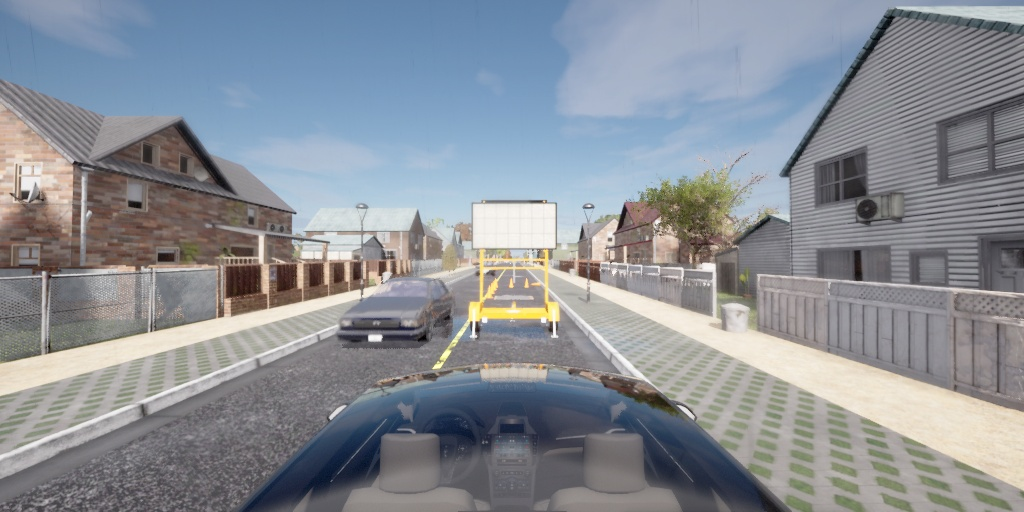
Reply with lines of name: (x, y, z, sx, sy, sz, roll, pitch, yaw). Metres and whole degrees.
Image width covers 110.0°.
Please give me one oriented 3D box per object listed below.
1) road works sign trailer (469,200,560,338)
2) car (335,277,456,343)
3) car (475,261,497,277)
road works sign trailer: (0.065, 0.219, 10.226, 2.380, 3.560, 2.880, 0, 0, 1)
car: (-2.798, 1.302, 10.022, 2.033, 1.411, 5.357, 0, 0, 0)
car: (-2.558, 1.296, 35.674, 2.128, 1.511, 4.902, 0, 0, 0)
